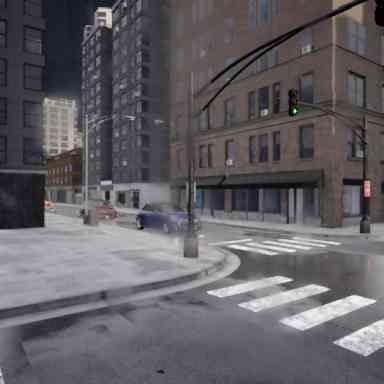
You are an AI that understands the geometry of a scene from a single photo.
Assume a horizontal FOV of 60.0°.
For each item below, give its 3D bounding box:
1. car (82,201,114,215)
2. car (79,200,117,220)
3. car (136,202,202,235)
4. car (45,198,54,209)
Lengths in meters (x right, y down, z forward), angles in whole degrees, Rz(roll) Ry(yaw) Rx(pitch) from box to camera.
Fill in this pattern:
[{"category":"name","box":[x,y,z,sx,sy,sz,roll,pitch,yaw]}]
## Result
[{"category":"car","box":[-10.657,1.759,37.472,1.895,1.301,4.718,0,0,-36]},{"category":"car","box":[-8.222,1.471,28.997,2.097,1.767,4.553,0,0,-35]},{"category":"car","box":[-1.447,1.419,19.504,2.097,1.767,4.553,0,0,-38]},{"category":"car","box":[-21.149,1.564,47.239,2.097,1.767,4.553,0,0,-35]}]
